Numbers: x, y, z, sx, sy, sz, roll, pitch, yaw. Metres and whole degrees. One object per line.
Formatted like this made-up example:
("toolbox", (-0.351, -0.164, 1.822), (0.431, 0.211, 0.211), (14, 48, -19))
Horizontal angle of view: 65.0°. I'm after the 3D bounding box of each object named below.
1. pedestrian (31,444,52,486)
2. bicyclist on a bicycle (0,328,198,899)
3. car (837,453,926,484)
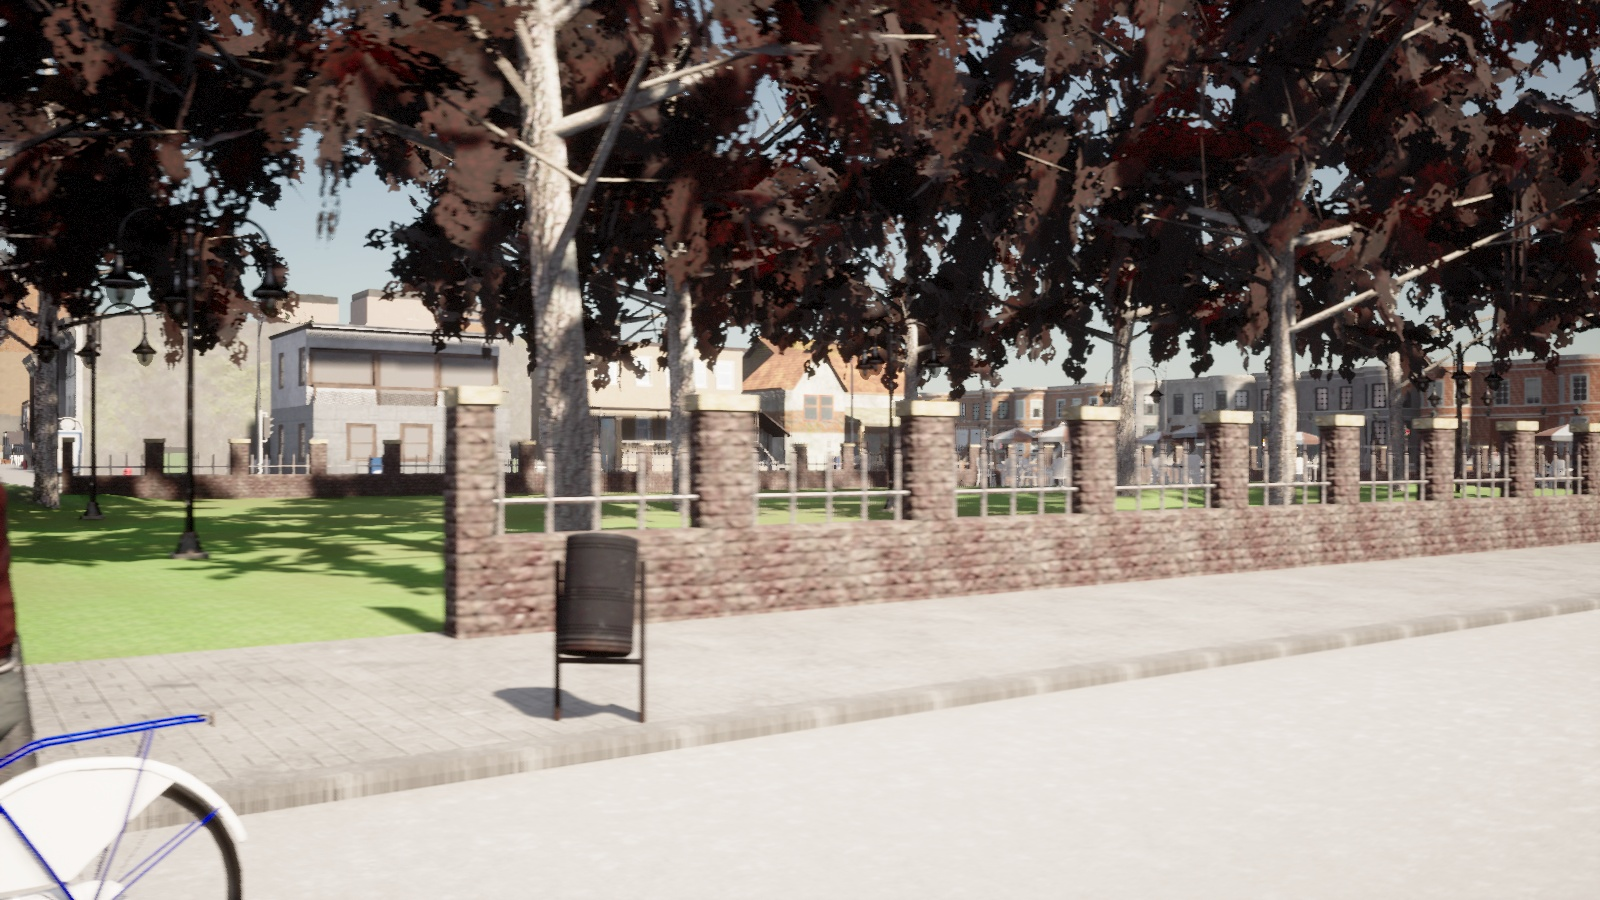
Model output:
("pedestrian", (-33.764, 0.663, 55.874), (0.540, 1.848, 0.694), (0, 0, -4))
("bicyclist on a bicycle", (-2.336, 0.627, 2.642), (1.843, 1.776, 0.659), (0, 0, -35))
("car", (4.040, 0.903, 62.262), (4.193, 1.474, 1.816), (0, 0, -35))
